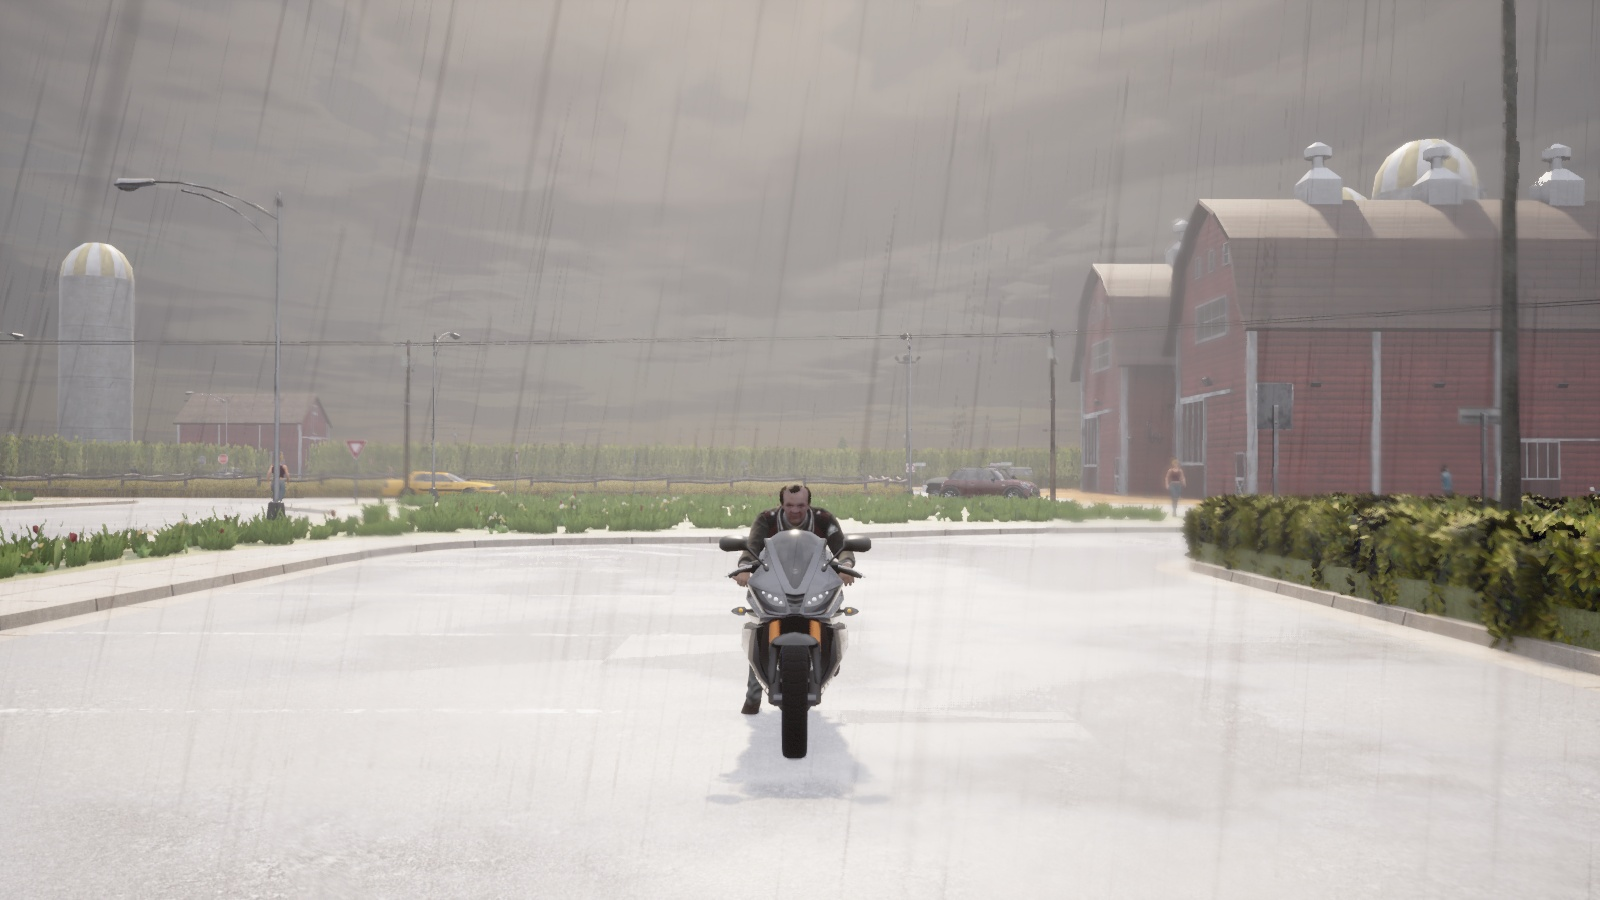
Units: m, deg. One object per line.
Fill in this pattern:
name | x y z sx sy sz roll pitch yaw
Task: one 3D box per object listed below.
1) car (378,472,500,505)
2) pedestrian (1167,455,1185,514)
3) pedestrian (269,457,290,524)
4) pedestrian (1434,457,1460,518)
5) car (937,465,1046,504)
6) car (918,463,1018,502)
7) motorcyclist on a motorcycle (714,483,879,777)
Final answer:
car | -17.322 1.835 60.406 5.366 1.575 1.801 0 -1 0
pedestrian | 11.837 1.085 39.541 0.345 1.836 0.594 0 -1 0
pedestrian | -14.447 1.111 34.838 0.345 1.836 0.594 0 -1 -1
pedestrian | 20.453 1.183 39.704 0.692 1.930 0.396 -1 -1 25
car | 8.877 1.589 58.289 4.553 1.767 2.097 -1 -1 26
car | 8.445 1.643 63.155 4.605 1.855 1.932 -1 -2 32
motorcyclist on a motorcycle | -0.023 0.979 7.742 0.866 1.530 2.191 0 -1 0
